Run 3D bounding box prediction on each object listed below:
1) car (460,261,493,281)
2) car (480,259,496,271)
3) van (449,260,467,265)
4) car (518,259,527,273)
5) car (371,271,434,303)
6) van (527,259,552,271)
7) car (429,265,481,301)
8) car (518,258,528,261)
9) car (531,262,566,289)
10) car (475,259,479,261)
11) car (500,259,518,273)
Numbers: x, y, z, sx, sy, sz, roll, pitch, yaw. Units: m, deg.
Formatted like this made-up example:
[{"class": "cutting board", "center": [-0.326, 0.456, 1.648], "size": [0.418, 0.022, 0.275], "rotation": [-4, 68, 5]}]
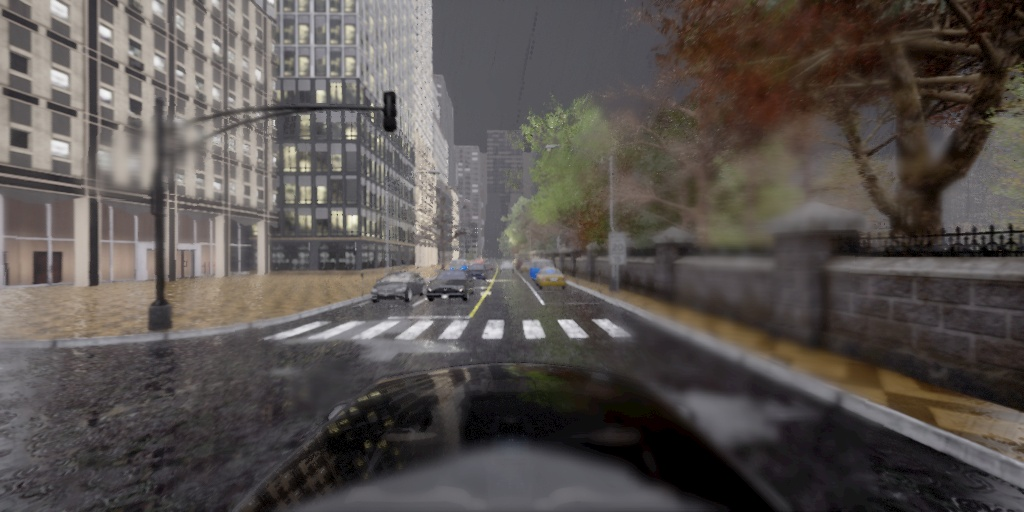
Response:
[{"class": "car", "center": [-3.090, 1.439, 31.912], "size": [2.033, 1.411, 5.357], "rotation": [0, 0, -1]}, {"class": "car", "center": [-3.411, 1.528, 52.063], "size": [1.994, 1.385, 4.181], "rotation": [0, 0, -1]}, {"class": "van", "center": [-5.829, 1.281, 39.607], "size": [1.690, 1.789, 3.998], "rotation": [0, 0, -1]}, {"class": "car", "center": [2.072, 1.418, 45.572], "size": [1.751, 1.417, 4.829], "rotation": [0, 0, -1]}, {"class": "car", "center": [-5.377, 1.411, 17.426], "size": [2.007, 1.370, 4.403], "rotation": [0, 0, 0]}, {"class": "van", "center": [2.379, 1.176, 28.772], "size": [1.690, 1.789, 3.998], "rotation": [0, 0, -1]}, {"class": "car", "center": [-2.929, 1.390, 18.195], "size": [2.033, 1.411, 5.357], "rotation": [0, 0, 0]}, {"class": "car", "center": [1.795, 1.245, 56.496], "size": [2.192, 1.841, 5.009], "rotation": [0, 0, -2]}, {"class": "car", "center": [2.446, 1.341, 23.397], "size": [1.751, 1.417, 4.829], "rotation": [0, 0, -1]}, {"class": "car", "center": [-6.226, 1.541, 56.245], "size": [1.888, 1.381, 4.507], "rotation": [0, 0, -2]}, {"class": "car", "center": [-0.550, 1.448, 47.757], "size": [1.812, 1.442, 4.674], "rotation": [0, 0, -1]}]
